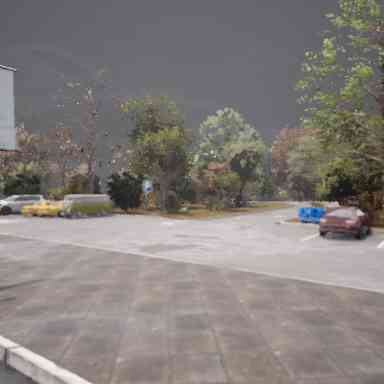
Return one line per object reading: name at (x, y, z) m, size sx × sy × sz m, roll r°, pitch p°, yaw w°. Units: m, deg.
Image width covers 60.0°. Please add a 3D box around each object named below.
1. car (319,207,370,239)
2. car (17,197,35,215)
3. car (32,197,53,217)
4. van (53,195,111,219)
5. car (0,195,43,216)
car at (7.812, 1.466, 16.951) m, size 2.002 × 1.452 × 4.674 m, roll 0°, pitch 0°, yaw 35°
car at (-13.552, 1.512, 32.203) m, size 1.946 × 1.575 × 5.366 m, roll -1°, pitch -1°, yaw 35°
car at (-11.374, 1.475, 30.675) m, size 1.946 × 1.575 × 5.366 m, roll -1°, pitch 0°, yaw 35°
van at (-9.262, 1.221, 28.824) m, size 1.878 × 1.987 × 4.442 m, roll -1°, pitch 0°, yaw 35°
car at (-18.358, 1.362, 35.314) m, size 2.435 × 2.045 × 5.566 m, roll -2°, pitch -1°, yaw 35°
